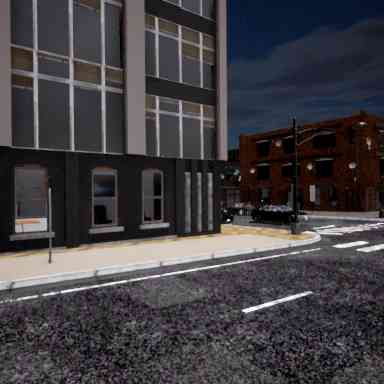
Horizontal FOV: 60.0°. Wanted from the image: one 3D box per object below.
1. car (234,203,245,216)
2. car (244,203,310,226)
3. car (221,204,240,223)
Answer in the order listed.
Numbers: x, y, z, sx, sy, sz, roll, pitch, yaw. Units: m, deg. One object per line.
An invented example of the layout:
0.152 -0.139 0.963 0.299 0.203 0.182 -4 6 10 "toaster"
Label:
5.263 1.920 38.109 2.008 1.369 4.403 -2 0 -37 "car"
6.840 1.754 26.086 2.128 1.511 4.902 -1 0 -37 "car"
1.636 1.935 28.516 1.947 1.339 4.313 -2 0 -37 "car"
